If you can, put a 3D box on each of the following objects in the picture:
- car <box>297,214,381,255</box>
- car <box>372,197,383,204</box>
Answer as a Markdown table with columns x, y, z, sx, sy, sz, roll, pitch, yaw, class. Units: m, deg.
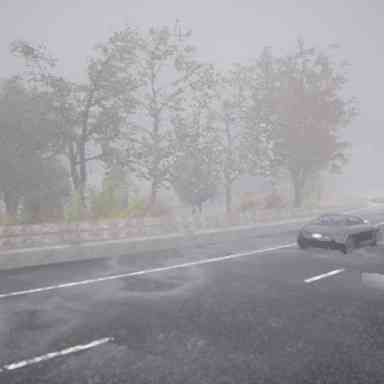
| x | y | z | sx | sy | sz | roll | pitch | yaw | class |
| --- | --- | --- | --- | --- | --- | --- | --- | --- | --- |
| 6.088 | 1.581 | 13.615 | 4.181 | 1.385 | 1.994 | 0 | 0 | -42 | car |
| 37.043 | 1.570 | 65.633 | 1.994 | 1.385 | 4.181 | 0 | 0 | 12 | car |
